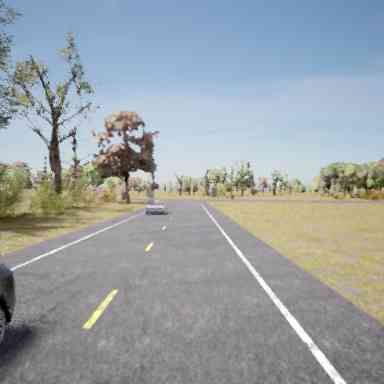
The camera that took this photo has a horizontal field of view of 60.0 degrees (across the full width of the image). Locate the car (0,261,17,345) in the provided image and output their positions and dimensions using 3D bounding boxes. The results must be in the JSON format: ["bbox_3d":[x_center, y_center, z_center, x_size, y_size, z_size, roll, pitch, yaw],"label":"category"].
[{"bbox_3d":[-3.599,1.493,3.127,2.128,1.511,4.902,0,0,0],"label":"car"}]

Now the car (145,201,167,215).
[{"bbox_3d":[-3.600,1.612,33.634,1.895,1.301,4.718,0,0,0],"label":"car"}]
